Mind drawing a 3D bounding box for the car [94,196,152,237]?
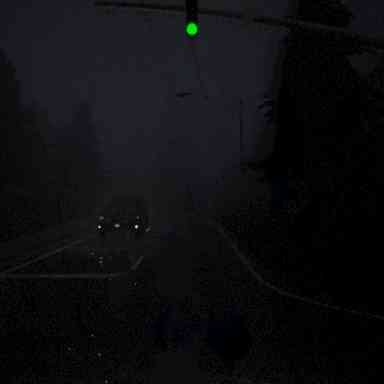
[{"bbox_3d":[-3.730,1.282,18.941,2.150,2.045,5.566,0,0,-2],"label":"car"}]

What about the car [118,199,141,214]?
[{"bbox_3d":[-7.385,1.629,38.853,1.837,1.490,4.892,0,0,-21],"label":"car"}]

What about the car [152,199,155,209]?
[{"bbox_3d":[-6.727,1.501,46.494,2.097,1.767,4.553,0,0,-25],"label":"car"}]

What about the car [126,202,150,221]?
[{"bbox_3d":[-4.722,1.618,28.773,1.812,1.442,4.674,0,0,-11],"label":"car"}]

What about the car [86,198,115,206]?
[{"bbox_3d":[-16.095,1.733,58.286,5.357,1.411,2.033,0,0,36],"label":"car"}]
